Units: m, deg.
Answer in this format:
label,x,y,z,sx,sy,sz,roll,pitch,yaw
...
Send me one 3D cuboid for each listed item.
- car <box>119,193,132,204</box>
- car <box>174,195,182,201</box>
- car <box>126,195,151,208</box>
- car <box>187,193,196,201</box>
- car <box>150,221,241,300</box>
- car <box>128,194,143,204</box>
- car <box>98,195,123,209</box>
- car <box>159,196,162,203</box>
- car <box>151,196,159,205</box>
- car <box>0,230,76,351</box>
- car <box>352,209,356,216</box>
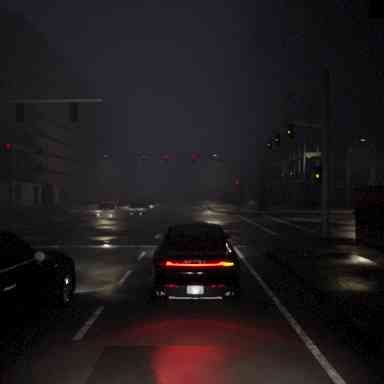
label,x,y,z,sx,sy,sz,roll,pitch,yaw
car,-10.970,1.213,54.060,2.150,2.045,5.566,0,0,1
car,-3.569,1.540,84.167,1.994,1.385,4.181,0,0,1
car,-7.509,1.540,47.425,2.033,1.411,5.357,0,0,0
car,-0.067,1.213,84.394,2.150,2.045,5.566,0,0,1
car,0.076,1.504,8.376,1.837,1.490,4.892,0,0,0
car,-10.828,1.342,63.809,2.097,1.767,4.553,0,0,1
car,-10.995,1.471,44.240,1.882,1.535,5.008,0,0,0
car,-7.246,1.537,67.847,2.033,1.411,5.357,0,0,1
car,-7.429,1.469,57.404,1.882,1.535,5.008,0,0,1
car,-3.449,1.351,5.051,2.097,1.767,4.553,0,0,0
car,15.955,1.652,27.612,4.718,1.301,1.895,0,0,0
